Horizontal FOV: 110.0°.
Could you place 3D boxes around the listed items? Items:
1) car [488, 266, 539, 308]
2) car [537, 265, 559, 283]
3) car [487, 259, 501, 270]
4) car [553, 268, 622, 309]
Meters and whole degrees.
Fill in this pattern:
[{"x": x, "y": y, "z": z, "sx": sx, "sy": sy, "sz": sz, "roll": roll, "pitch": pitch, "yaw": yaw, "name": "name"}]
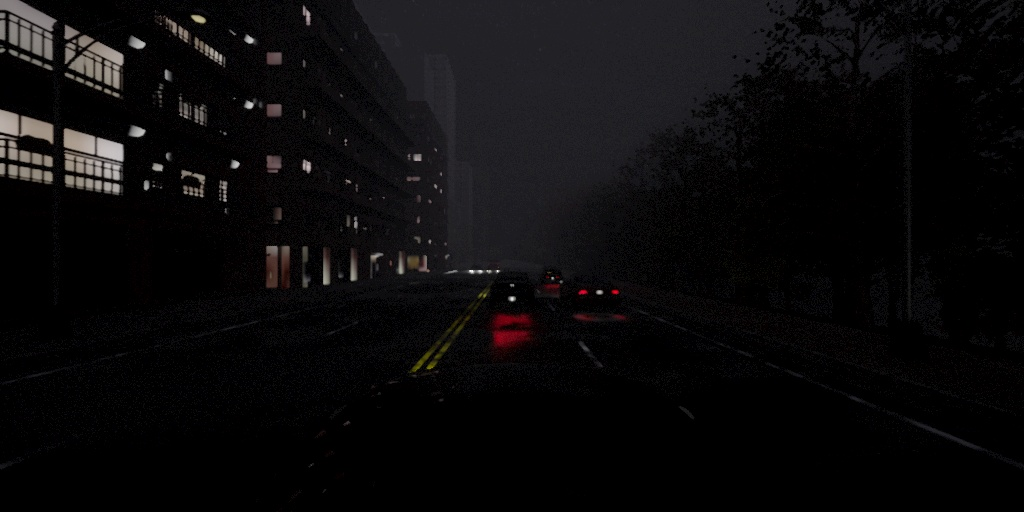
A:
[{"x": 0.012, "y": 1.391, "z": 16.144, "sx": 1.837, "sy": 1.490, "sz": 4.892, "roll": 0, "pitch": 0, "yaw": 0, "name": "car"}, {"x": 3.268, "y": 1.531, "z": 31.133, "sx": 1.837, "sy": 1.490, "sz": 4.892, "roll": 0, "pitch": 0, "yaw": 0, "name": "car"}, {"x": -3.260, "y": 1.575, "z": 65.388, "sx": 2.150, "sy": 2.045, "sz": 5.566, "roll": 0, "pitch": -1, "yaw": 1, "name": "car"}, {"x": 3.258, "y": 1.427, "z": 15.831, "sx": 2.033, "sy": 1.411, "sz": 5.357, "roll": 0, "pitch": 0, "yaw": 0, "name": "car"}]
